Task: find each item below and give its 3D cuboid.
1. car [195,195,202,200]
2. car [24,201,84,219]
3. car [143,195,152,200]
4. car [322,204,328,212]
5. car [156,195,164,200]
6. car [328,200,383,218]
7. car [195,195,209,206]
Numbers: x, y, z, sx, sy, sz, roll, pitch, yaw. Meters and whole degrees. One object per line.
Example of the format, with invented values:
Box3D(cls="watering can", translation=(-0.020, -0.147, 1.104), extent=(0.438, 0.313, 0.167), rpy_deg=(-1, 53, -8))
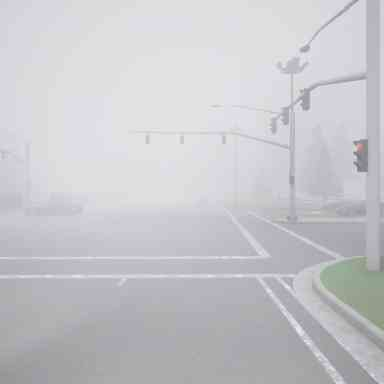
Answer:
Box3D(cls="car", translation=(1.816, 1.595, 92.250), extent=(1.895, 1.301, 4.718), rpy_deg=(0, 0, 0))
Box3D(cls="car", translation=(-11.926, 1.491, 28.856), extent=(4.902, 1.511, 2.128), rpy_deg=(0, 0, -1))
Box3D(cls="car", translation=(-12.187, 1.478, 91.639), extent=(1.882, 1.535, 5.008), rpy_deg=(0, 0, 0))
Box3D(cls="car", translation=(16.429, 1.564, 36.202), extent=(4.181, 1.385, 1.994), rpy_deg=(0, 0, -1))
Box3D(cls="car", translation=(-8.686, 1.595, 91.675), extent=(1.895, 1.301, 4.718), rpy_deg=(0, 0, 0))
Box3D(cls="car", translation=(15.049, 1.491, 29.183), extent=(4.902, 1.511, 2.128), rpy_deg=(0, 0, -1))
Box3D(cls="car", translation=(1.714, 1.525, 54.581), extent=(1.812, 1.442, 4.674), rpy_deg=(0, 0, 1))
